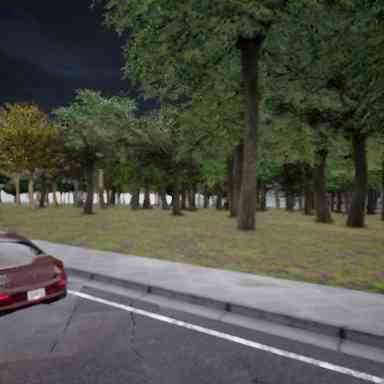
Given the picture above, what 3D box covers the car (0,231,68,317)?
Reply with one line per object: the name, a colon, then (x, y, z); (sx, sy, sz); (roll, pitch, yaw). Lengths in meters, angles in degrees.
car: (-4.464, 1.543, 6.887); (4.674, 1.442, 1.812); (0, 0, 36)
